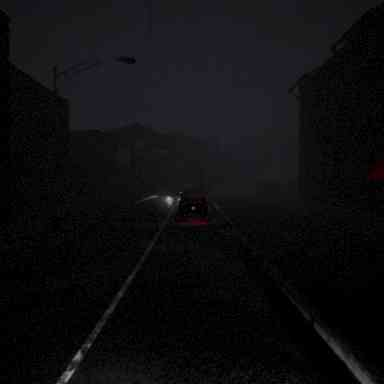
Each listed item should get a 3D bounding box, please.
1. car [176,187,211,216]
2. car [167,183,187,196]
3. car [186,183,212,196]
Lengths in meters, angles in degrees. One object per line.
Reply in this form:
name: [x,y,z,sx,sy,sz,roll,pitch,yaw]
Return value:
car: [0.083,0.705,23.051,1.882,1.535,5.008,0,3,0]
car: [-1.479,-0.393,43.198,2.097,1.767,4.553,0,2,21]
car: [1.287,-0.213,41.405,2.128,1.511,4.902,0,2,14]
